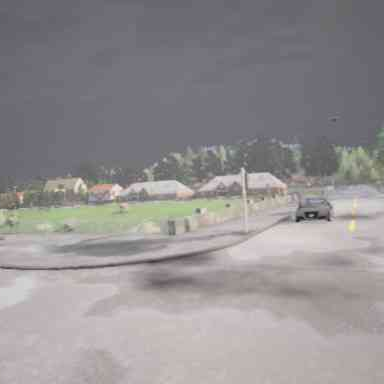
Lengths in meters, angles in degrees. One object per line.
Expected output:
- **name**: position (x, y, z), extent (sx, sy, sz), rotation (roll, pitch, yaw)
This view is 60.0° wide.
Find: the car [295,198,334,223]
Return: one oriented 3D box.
- **car**: position (7.661, 1.085, 20.686), extent (1.994, 1.385, 4.181), rotation (-4, 0, 27)
